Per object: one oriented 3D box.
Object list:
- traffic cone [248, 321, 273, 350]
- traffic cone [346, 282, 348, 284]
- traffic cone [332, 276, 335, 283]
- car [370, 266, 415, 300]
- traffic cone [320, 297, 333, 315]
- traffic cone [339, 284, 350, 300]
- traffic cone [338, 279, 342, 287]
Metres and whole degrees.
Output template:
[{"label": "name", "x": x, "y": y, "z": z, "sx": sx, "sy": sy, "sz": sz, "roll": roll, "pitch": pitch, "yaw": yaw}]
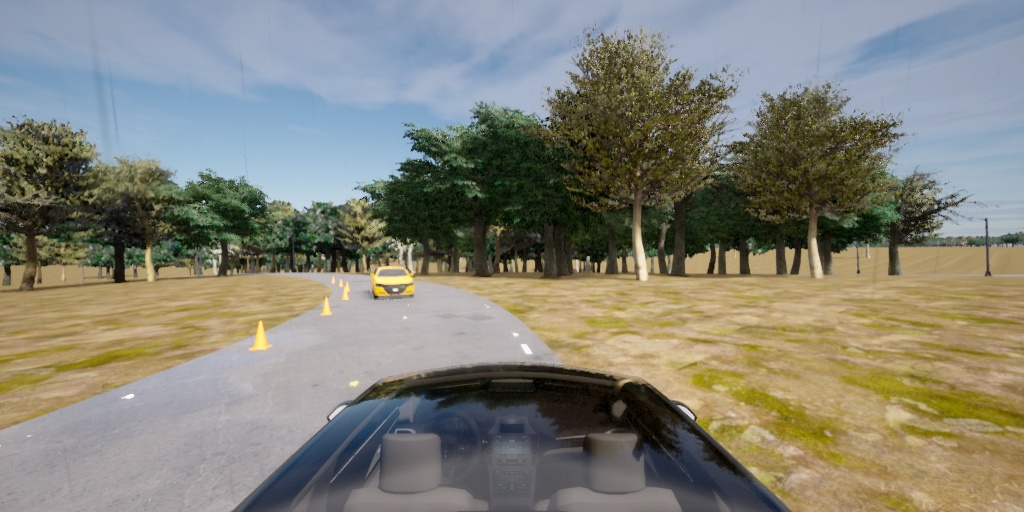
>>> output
[{"label": "traffic cone", "x": -5.465, "y": 1.711, "z": 7.797, "sx": 0.340, "sy": 0.580, "sz": 0.340, "roll": 0, "pitch": 0, "yaw": -9}, {"label": "traffic cone", "x": -9.753, "y": 1.807, "z": 21.231, "sx": 0.340, "sy": 0.580, "sz": 0.340, "roll": 0, "pitch": 0, "yaw": -27}, {"label": "traffic cone", "x": -14.732, "y": 1.958, "z": 29.565, "sx": 0.340, "sy": 0.580, "sz": 0.340, "roll": 0, "pitch": 0, "yaw": -33}, {"label": "car", "x": -6.188, "y": 1.274, "z": 18.465, "sx": 1.882, "sy": 1.535, "sz": 5.008, "roll": 0, "pitch": 0, "yaw": -22}, {"label": "traffic cone", "x": -6.424, "y": 1.726, "z": 12.416, "sx": 0.340, "sy": 0.580, "sz": 0.340, "roll": 0, "pitch": 0, "yaw": -15}, {"label": "traffic cone", "x": -7.858, "y": 1.758, "z": 16.910, "sx": 0.340, "sy": 0.580, "sz": 0.340, "roll": 0, "pitch": 0, "yaw": -21}, {"label": "traffic cone", "x": -12.106, "y": 1.875, "z": 25.386, "sx": 0.340, "sy": 0.580, "sz": 0.340, "roll": 0, "pitch": 0, "yaw": -31}]
